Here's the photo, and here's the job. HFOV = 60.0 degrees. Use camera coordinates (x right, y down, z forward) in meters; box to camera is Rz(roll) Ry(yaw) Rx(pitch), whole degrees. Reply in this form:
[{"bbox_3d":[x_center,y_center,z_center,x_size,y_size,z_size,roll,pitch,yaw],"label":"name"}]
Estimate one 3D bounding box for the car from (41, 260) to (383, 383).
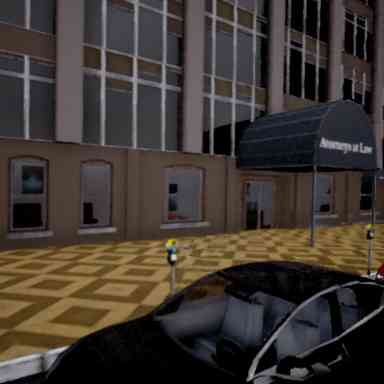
[{"bbox_3d":[0.751,1.517,3.488,4.313,1.339,1.947,1,1,-34],"label":"car"}]
